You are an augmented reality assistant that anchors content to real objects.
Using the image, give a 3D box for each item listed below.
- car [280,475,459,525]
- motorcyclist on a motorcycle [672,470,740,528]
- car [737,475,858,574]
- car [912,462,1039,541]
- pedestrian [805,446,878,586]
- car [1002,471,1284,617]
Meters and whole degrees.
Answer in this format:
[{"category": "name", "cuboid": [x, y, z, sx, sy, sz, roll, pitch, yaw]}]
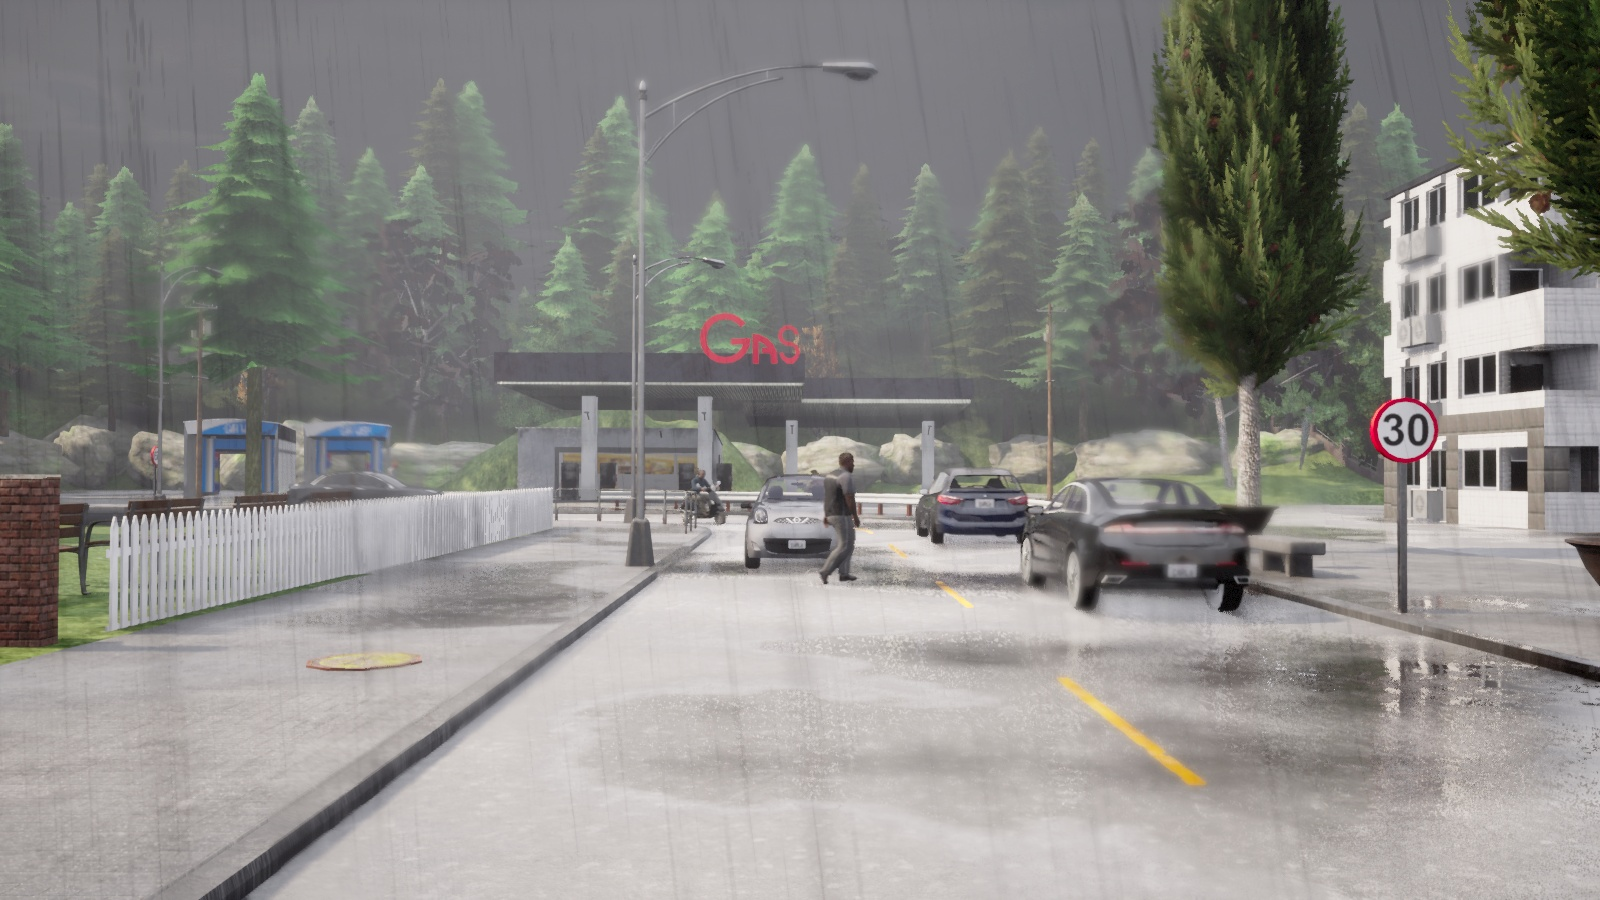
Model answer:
[{"category": "car", "cuboid": [-13.239, 1.523, 38.821, 4.892, 1.490, 1.837, 0, -1, 0]}, {"category": "motorcyclist on a motorcycle", "cuboid": [-2.720, 1.387, 36.209, 1.817, 1.590, 0.866, -1, 1, 41]}, {"category": "car", "cuboid": [-0.038, 1.181, 21.051, 1.845, 1.501, 3.633, 0, -1, 0]}, {"category": "car", "cuboid": [3.921, 1.128, 28.914, 2.242, 1.667, 4.611, 0, -1, -1]}, {"category": "pedestrian", "cuboid": [0.566, 0.895, 17.368, 0.849, 1.883, 0.563, 0, -1, -20]}, {"category": "car", "cuboid": [3.971, 1.015, 15.540, 2.128, 1.511, 4.902, 0, -1, 0]}]
